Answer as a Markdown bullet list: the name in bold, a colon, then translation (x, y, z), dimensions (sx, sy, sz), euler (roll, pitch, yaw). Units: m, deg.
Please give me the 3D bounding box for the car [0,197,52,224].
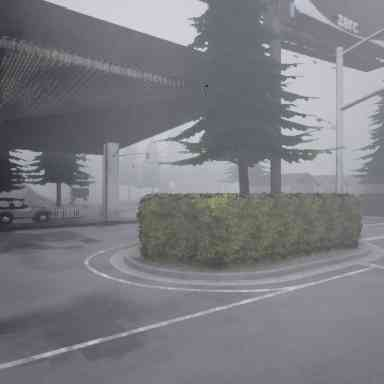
- **car**: translation (-12.063, 1.313, 23.421), dimensions (3.866, 1.878, 1.905), euler (0, 0, -36)
